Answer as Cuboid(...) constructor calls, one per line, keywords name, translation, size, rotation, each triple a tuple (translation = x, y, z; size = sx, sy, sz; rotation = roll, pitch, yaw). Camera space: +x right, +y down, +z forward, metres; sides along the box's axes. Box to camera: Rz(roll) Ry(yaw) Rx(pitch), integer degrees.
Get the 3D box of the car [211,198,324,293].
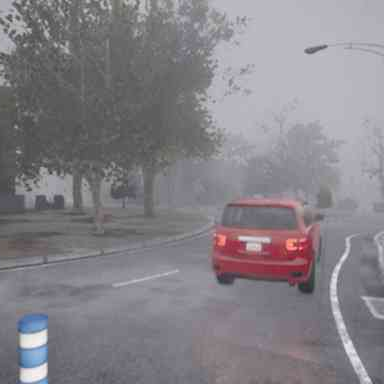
Cuboid(name="car", translation=(2.280, 1.168, 9.091), size=(2.150, 2.045, 5.566), rotation=(0, 0, 23))
